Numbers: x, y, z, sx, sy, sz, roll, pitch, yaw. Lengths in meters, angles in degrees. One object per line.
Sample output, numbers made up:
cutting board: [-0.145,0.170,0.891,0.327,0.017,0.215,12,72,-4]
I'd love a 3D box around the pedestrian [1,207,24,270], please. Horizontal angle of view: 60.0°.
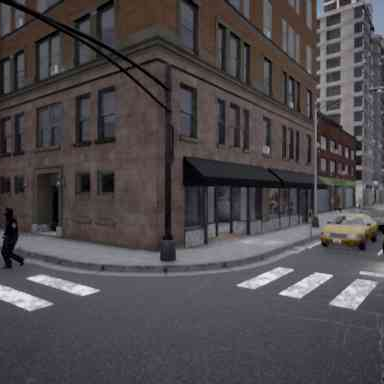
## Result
pedestrian: [-5.223,1.288,9.617,0.375,1.860,0.375,0,0,38]

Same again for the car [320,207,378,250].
car: [6.962,1.534,14.533,1.752,1.417,4.829,0,0,37]

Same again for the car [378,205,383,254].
car: [8.394,1.364,11.941,2.097,1.767,4.553,0,0,39]

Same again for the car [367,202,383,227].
car: [13.803,1.528,23.540,1.752,1.417,4.829,0,0,37]

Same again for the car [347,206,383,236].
car: [10.486,1.572,19.172,1.947,1.339,4.313,0,0,37]
